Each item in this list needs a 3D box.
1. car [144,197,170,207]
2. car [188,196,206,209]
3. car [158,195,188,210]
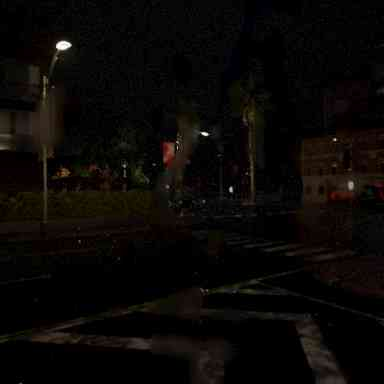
[{"bbox_3d":[-5.287,1.489,50.060,1.895,1.301,4.718,0,0,-35],"label":"car"},{"bbox_3d":[-0.144,1.241,42.683,2.097,1.767,4.553,0,0,-35],"label":"car"},{"bbox_3d":[-2.985,1.257,40.633,2.097,1.767,4.553,0,0,-35],"label":"car"}]
